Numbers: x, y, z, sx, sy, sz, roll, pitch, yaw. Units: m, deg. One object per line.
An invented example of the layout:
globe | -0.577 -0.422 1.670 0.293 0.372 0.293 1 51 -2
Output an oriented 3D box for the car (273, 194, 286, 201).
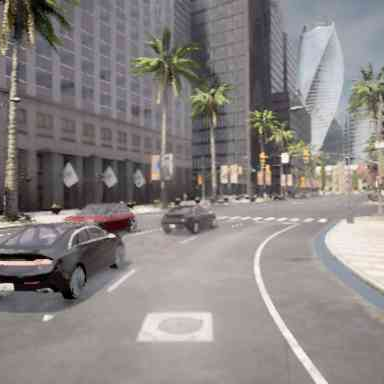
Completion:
car | 20.558 1.254 77.984 2.161 1.482 4.786 -1 0 29

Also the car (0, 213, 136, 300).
car | -3.183 1.529 8.525 2.128 1.511 4.902 -1 0 6

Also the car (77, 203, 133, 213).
car | -4.839 1.406 17.451 2.097 1.767 4.553 -1 0 21

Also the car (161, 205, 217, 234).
car | -0.043 1.502 19.302 1.837 1.490 4.892 -1 0 24
